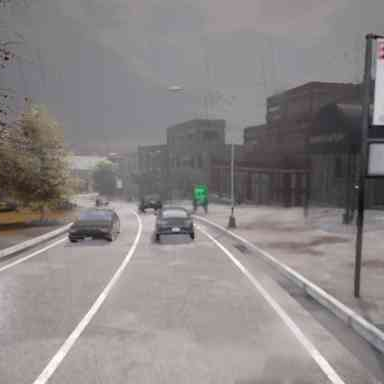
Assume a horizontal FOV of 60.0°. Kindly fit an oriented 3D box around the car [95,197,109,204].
[{"bbox_3d":[-15.284,1.633,56.560,2.128,1.511,4.902,-2,1,-22],"label":"car"}]

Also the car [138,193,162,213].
[{"bbox_3d":[-4.659,1.154,36.759,2.150,2.045,5.566,-1,0,-14],"label":"car"}]

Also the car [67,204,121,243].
[{"bbox_3d":[-4.590,1.546,16.430,2.033,1.411,5.357,-1,0,-6],"label":"car"}]

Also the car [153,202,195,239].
[{"bbox_3d":[-0.955,1.480,16.910,1.812,1.442,4.674,-1,0,-6],"label":"car"}]
